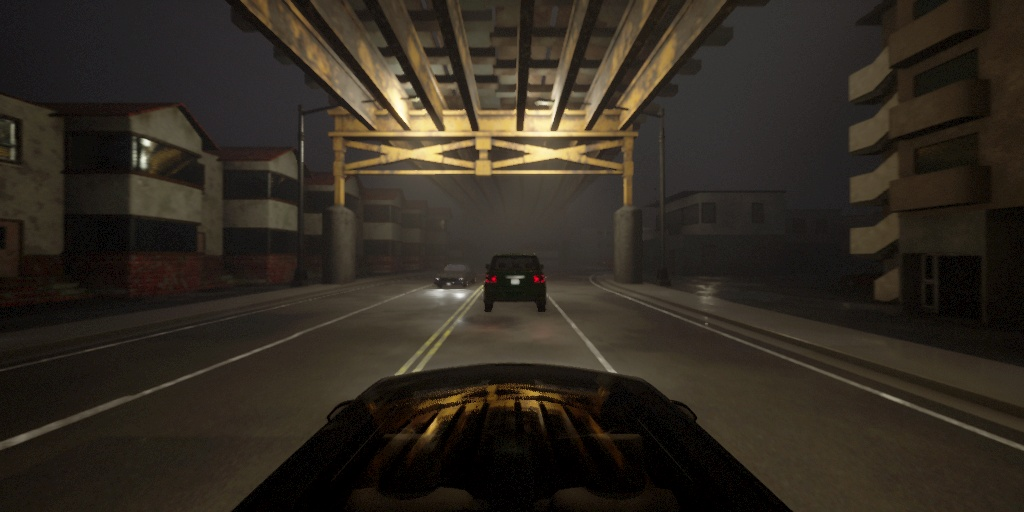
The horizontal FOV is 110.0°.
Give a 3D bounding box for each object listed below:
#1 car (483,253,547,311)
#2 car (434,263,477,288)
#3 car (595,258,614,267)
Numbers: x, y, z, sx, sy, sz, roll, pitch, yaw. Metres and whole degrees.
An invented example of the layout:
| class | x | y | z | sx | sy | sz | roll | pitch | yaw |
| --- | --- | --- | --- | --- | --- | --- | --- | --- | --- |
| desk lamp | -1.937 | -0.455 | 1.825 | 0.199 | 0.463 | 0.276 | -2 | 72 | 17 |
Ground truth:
| class | x | y | z | sx | sy | sz | roll | pitch | yaw |
| --- | --- | --- | --- | --- | --- | --- | --- | --- | --- |
| car | 0.104 | 0.894 | 14.104 | 2.150 | 2.045 | 5.566 | 0 | 0 | 0 |
| car | -3.393 | 1.167 | 22.625 | 2.033 | 1.411 | 5.357 | 0 | 0 | 3 |
| car | 15.724 | 1.044 | 58.481 | 5.008 | 1.535 | 1.882 | 1 | -1 | -36 |
